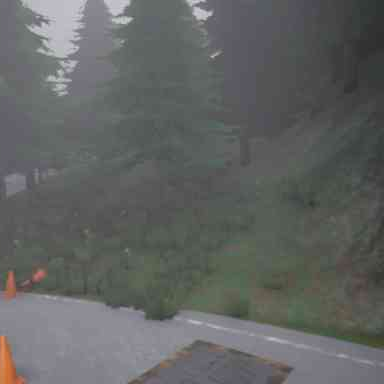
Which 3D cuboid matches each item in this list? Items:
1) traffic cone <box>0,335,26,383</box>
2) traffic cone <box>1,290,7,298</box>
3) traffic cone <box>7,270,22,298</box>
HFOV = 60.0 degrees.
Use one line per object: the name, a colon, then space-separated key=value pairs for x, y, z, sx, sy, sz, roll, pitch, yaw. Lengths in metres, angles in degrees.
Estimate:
traffic cone: x=-2.266 y=2.031 z=4.026 sx=0.340 sy=0.580 sz=0.340 roll=-2 pitch=-1 yaw=36
traffic cone: x=-4.648 y=2.306 z=7.556 sx=0.340 sy=0.340 sz=0.580 roll=-4 pitch=-2 yaw=35
traffic cone: x=-4.334 y=2.185 z=7.988 sx=0.340 sy=0.580 sz=0.340 roll=-3 pitch=-2 yaw=36
